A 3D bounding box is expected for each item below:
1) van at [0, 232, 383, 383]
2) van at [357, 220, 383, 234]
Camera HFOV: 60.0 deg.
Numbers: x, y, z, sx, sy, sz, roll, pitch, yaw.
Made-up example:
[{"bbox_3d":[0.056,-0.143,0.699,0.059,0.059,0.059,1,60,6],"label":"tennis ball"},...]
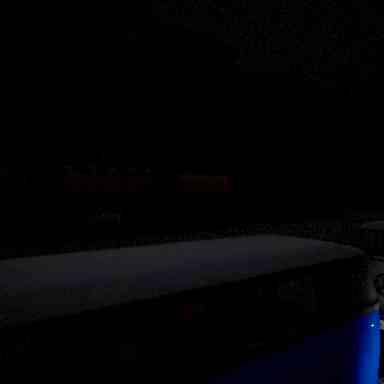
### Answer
[{"bbox_3d":[-0.084,1.343,2.751,3.998,1.788,1.690,0,0,-35],"label":"van"},{"bbox_3d":[4.365,1.348,5.923,3.998,1.788,1.690,0,0,-35],"label":"van"}]
